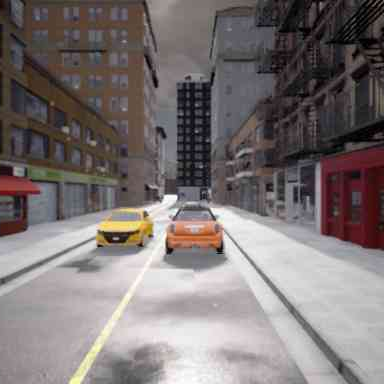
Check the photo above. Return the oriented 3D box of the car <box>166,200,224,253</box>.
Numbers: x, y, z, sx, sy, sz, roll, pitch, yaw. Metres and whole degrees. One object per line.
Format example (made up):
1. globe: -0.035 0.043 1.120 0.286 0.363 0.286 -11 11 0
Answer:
1. car: 0.094 1.358 13.802 2.097 1.767 4.553 0 0 0

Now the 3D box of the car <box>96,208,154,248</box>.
1. car: -2.856 1.484 15.015 1.882 1.535 5.008 0 0 0

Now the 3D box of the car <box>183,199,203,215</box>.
1. car: 0.086 1.565 35.626 2.033 1.411 5.357 0 0 0
